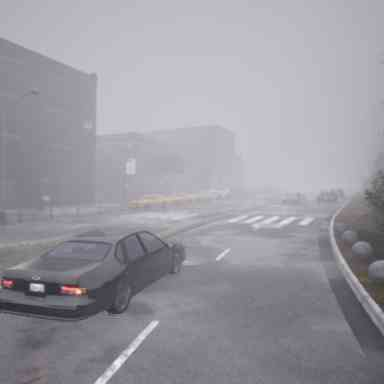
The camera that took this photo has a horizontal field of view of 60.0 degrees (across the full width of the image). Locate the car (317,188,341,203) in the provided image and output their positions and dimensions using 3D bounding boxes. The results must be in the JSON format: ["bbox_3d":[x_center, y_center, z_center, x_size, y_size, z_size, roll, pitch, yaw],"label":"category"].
[{"bbox_3d":[15.737,0.527,38.507,1.994,1.385,4.181,0,2,29],"label":"car"}]

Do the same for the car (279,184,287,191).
[{"bbox_3d":[20.799,-0.900,80.676,2.231,1.521,4.892,0,2,28],"label":"car"}]

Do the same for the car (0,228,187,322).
[{"bbox_3d":[-1.744,1.560,7.724,2.033,1.411,5.357,0,0,17],"label":"car"}]

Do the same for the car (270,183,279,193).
[{"bbox_3d":[16.472,-0.839,72.304,2.435,2.045,5.566,0,2,28],"label":"car"}]

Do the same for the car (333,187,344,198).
[{"bbox_3d":[21.258,0.060,48.939,2.128,1.511,4.902,0,2,28],"label":"car"}]

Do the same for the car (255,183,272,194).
[{"bbox_3d":[13.928,-0.404,67.451,2.231,1.521,4.892,0,2,28],"label":"car"}]

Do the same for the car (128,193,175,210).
[{"bbox_3d":[-4.178,0.891,32.943,1.946,1.575,5.366,0,2,28],"label":"car"}]

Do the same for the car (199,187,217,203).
[{"bbox_3d":[0.959,0.521,42.718,1.946,1.575,5.366,0,2,28],"label":"car"}]

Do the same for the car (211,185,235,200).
[{"bbox_3d":[3.653,0.079,47.851,2.435,2.045,5.566,0,2,28],"label":"car"}]

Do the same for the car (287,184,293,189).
[{"bbox_3d":[24.037,-1.133,86.733,1.946,1.575,5.366,0,2,28],"label":"car"}]

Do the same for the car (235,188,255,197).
[{"bbox_3d":[8.779,-0.007,57.639,2.163,1.488,4.792,0,2,28],"label":"car"}]

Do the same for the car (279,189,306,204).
[{"bbox_3d":[11.607,0.659,37.750,1.895,1.301,4.718,0,2,28],"label":"car"}]

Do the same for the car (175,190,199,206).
[{"bbox_3d":[-1.605,0.704,37.827,1.946,1.575,5.366,0,2,28],"label":"car"}]
